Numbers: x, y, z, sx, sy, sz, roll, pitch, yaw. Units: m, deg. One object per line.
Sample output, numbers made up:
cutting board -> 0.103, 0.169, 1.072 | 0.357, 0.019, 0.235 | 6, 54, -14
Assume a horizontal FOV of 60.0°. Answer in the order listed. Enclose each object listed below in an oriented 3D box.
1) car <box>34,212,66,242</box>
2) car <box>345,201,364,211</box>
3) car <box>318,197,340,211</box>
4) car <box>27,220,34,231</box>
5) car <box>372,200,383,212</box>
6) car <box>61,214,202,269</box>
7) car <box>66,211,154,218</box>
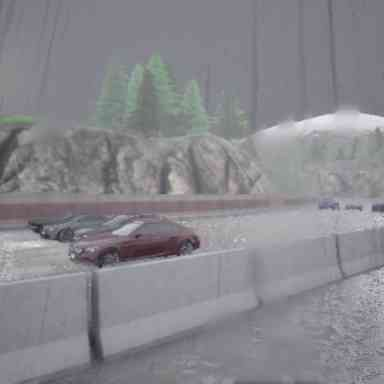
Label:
car -> -5.614, 1.795, 17.368 | 4.181, 1.385, 1.994 | 0, -1, -38
car -> 23.341, 1.979, 47.823 | 1.812, 1.442, 4.674 | -1, -1, 35
car -> 20.777, 1.717, 50.278 | 2.150, 2.045, 5.566 | -1, -1, 35
car -> -7.431, 1.875, 20.345 | 4.718, 1.301, 1.895 | 0, -1, -38
car -> 25.684, 1.886, 45.085 | 1.882, 1.535, 5.008 | -1, -1, 35
car -> -1.763, 1.671, 11.490 | 4.674, 1.442, 1.812 | 0, -1, -38
car -> -2.835, 1.697, 15.087 | 4.892, 1.490, 1.837 | 0, -1, -38
